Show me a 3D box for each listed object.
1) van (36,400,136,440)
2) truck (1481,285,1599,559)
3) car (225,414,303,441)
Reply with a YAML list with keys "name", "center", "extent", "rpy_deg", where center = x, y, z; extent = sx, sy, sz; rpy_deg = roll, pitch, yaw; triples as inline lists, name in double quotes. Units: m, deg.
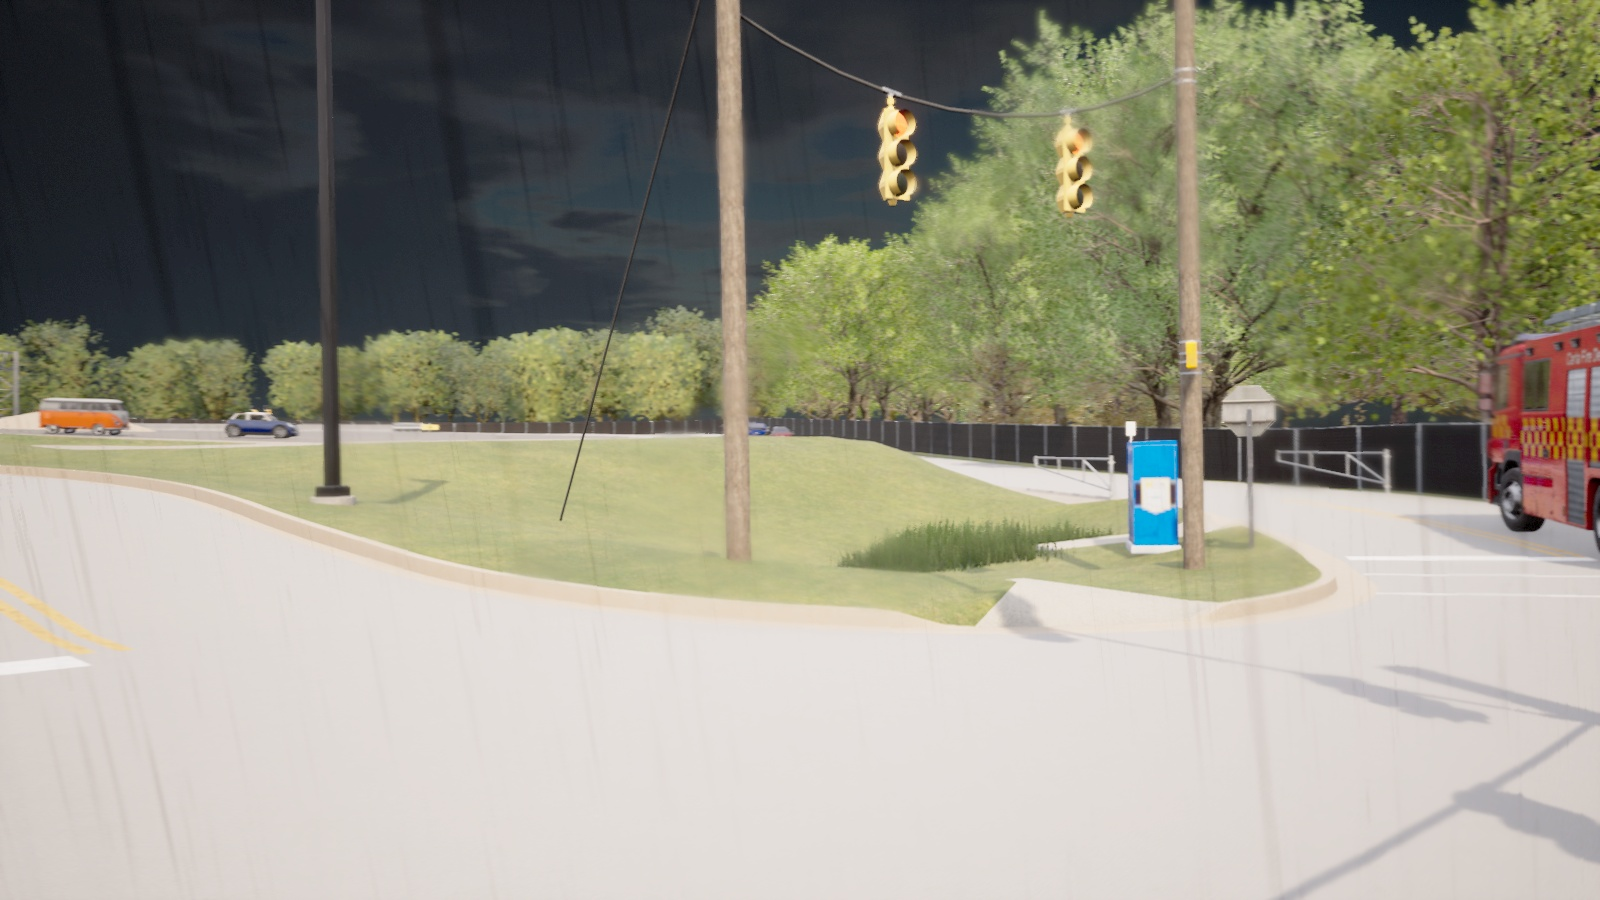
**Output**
- name: "van"
  center: [-38.682, -1.620, 68.118]
  extent: [4.442, 1.987, 1.775]
  rpy_deg: [2, 2, 3]
- name: "truck"
  center: [13.334, -0.470, 19.760]
  extent: [2.891, 3.827, 8.468]
  rpy_deg: [-1, 1, 17]
- name: "car"
  center: [-30.875, -1.310, 72.405]
  extent: [3.806, 1.475, 1.970]
  rpy_deg: [1, 1, -11]
